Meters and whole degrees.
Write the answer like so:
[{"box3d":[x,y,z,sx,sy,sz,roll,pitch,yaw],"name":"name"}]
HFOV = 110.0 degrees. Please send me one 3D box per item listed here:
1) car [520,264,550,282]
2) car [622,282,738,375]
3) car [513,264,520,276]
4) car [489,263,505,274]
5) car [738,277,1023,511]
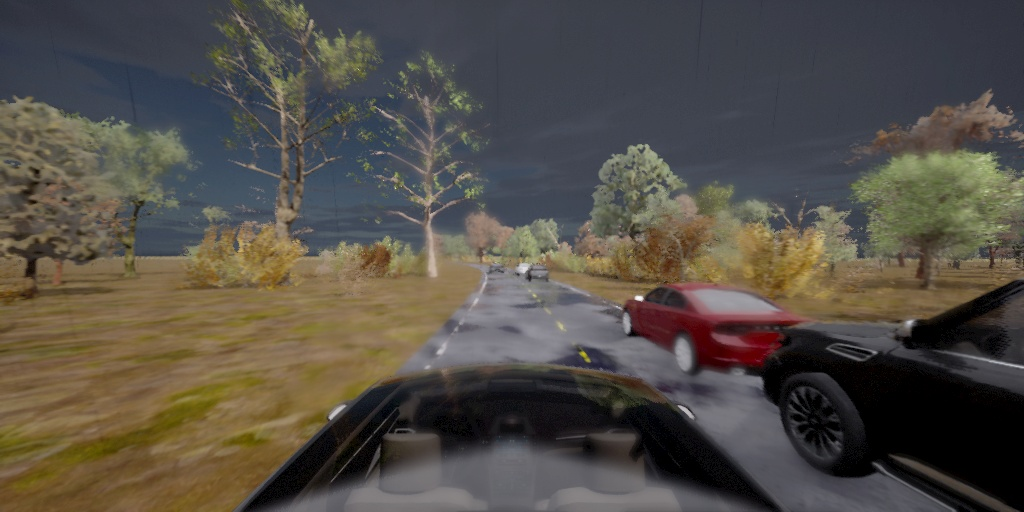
[{"box3d":[2.205,1.504,32.206,2.128,1.511,4.902,0,0,-3],"name":"car"},{"box3d":[3.885,1.295,7.659,1.882,1.535,5.008,0,0,0],"name":"car"},{"box3d":[1.399,1.631,43.729,1.812,1.442,4.674,0,0,-5],"name":"car"},{"box3d":[-2.070,1.693,48.109,1.994,1.385,4.181,0,-1,-5],"name":"car"},{"box3d":[3.898,0.993,1.663,2.150,2.045,5.566,0,0,0],"name":"car"}]
